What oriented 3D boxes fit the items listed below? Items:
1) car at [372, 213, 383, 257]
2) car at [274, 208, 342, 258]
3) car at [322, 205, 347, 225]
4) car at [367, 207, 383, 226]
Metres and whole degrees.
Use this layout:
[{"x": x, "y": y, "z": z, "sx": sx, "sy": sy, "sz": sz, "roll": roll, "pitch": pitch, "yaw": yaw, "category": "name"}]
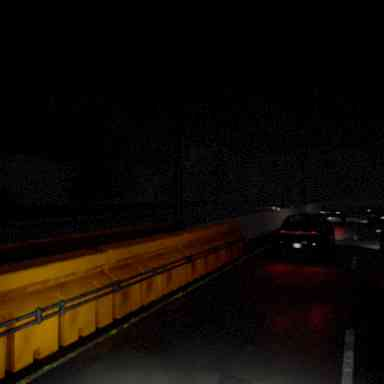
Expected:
[{"x": 7.381, "y": 1.663, "z": 11.142, "sx": 2.033, "sy": 1.411, "sz": 5.357, "roll": 0, "pitch": -1, "yaw": 27, "category": "car"}, {"x": 4.697, "y": 1.638, "z": 13.584, "sx": 2.128, "sy": 1.511, "sz": 4.902, "roll": 0, "pitch": -1, "yaw": 27, "category": "car"}, {"x": 11.386, "y": 1.778, "z": 27.015, "sx": 2.128, "sy": 1.511, "sz": 4.902, "roll": 0, "pitch": -1, "yaw": 27, "category": "car"}, {"x": 14.510, "y": 1.829, "z": 25.436, "sx": 1.994, "sy": 1.385, "sz": 4.181, "roll": 0, "pitch": -1, "yaw": 27, "category": "car"}]
